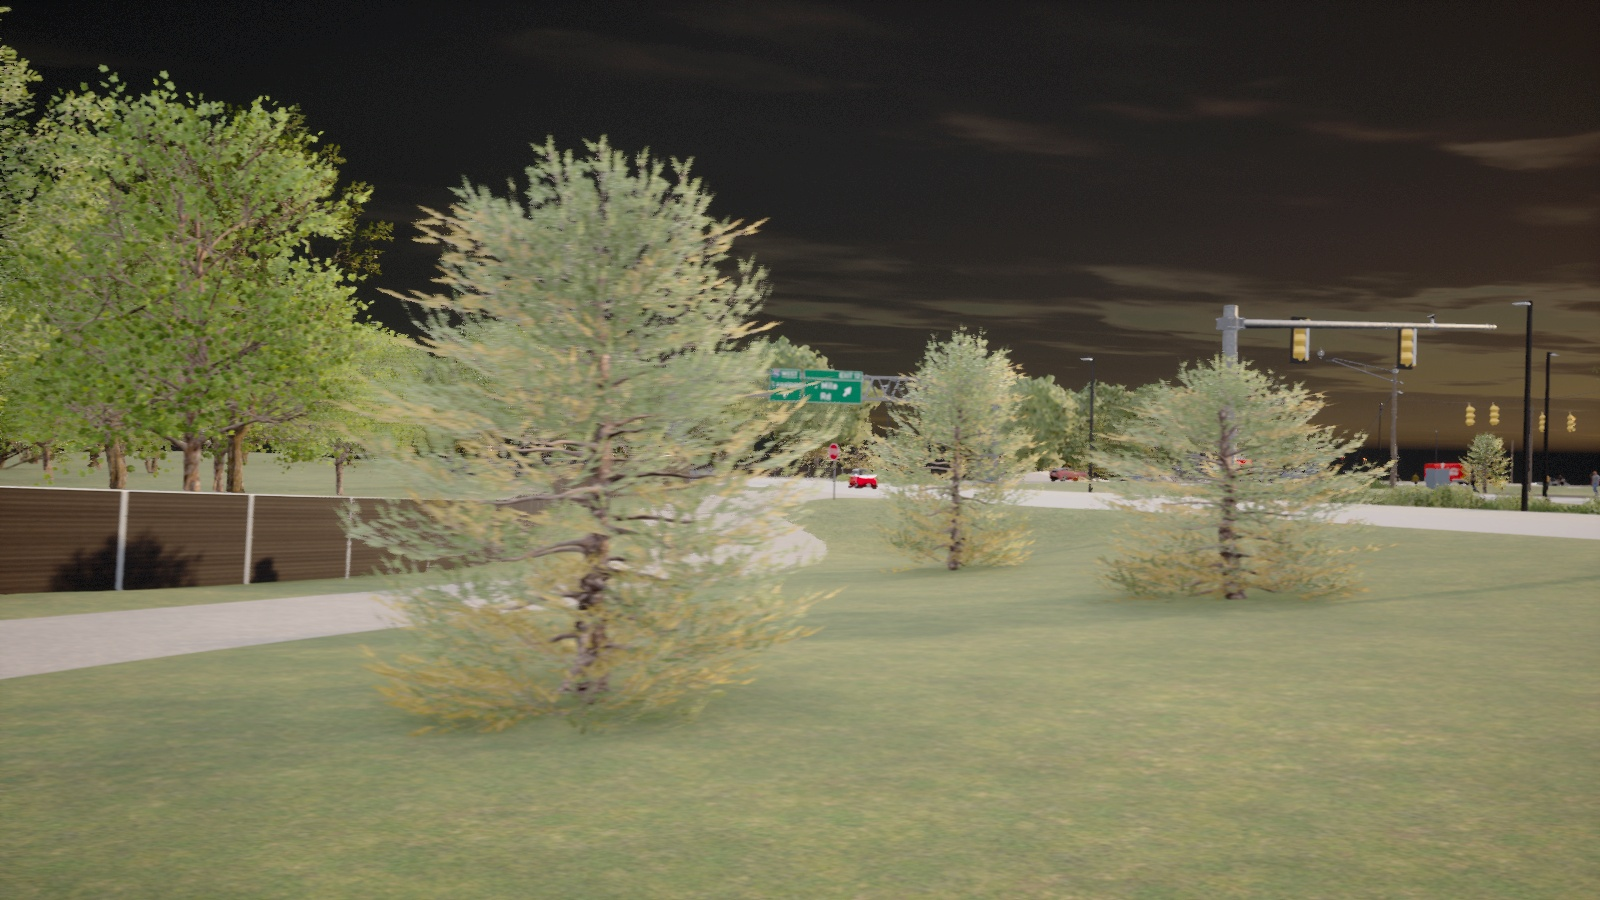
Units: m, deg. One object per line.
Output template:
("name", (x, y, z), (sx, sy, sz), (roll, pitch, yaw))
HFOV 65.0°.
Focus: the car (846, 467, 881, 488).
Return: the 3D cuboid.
("car", (4.106, 1.796, 81.778), (1.481, 1.376, 2.207), (0, -1, -22))
